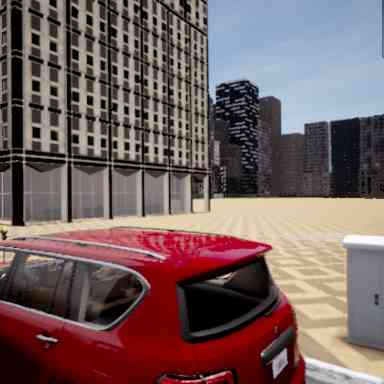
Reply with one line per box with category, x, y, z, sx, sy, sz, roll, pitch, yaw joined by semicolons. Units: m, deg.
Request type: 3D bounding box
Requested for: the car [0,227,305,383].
car;-1.308;1.342;3.807;5.009;1.841;2.192;-1;-1;35
